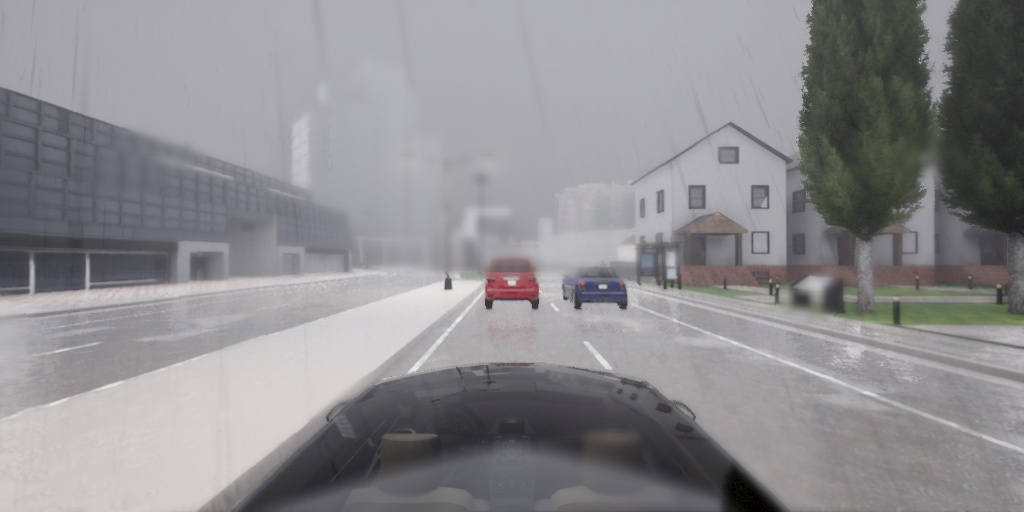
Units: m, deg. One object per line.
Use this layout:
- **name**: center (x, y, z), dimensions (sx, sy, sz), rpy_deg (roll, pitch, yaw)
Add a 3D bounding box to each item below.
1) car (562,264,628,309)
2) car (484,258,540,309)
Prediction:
- **car**: center (3.507, 1.233, 15.935), dimensions (2.097, 1.767, 4.553), rpy_deg (0, -1, 0)
- **car**: center (0.005, 1.099, 15.876), dimensions (2.150, 2.045, 5.566), rpy_deg (0, 0, 0)
